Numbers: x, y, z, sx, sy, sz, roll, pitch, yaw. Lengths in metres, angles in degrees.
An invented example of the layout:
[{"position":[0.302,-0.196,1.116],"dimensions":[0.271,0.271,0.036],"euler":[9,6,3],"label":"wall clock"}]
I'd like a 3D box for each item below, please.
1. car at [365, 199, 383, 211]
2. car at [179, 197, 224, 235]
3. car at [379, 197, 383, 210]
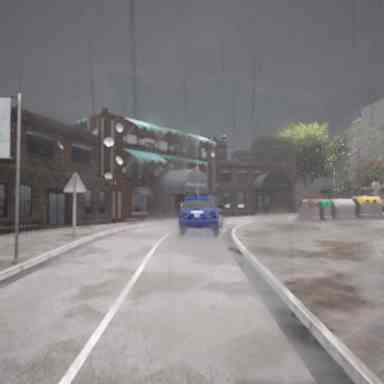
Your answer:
[{"position":[26.321,1.718,45.310],"dimensions":[2.231,1.521,4.892],"euler":[-3,-2,-12],"label":"car"},{"position":[0.646,1.320,19.698],"dimensions":[2.150,2.045,5.566],"euler":[-1,-1,8],"label":"car"},{"position":[20.938,1.326,31.578],"dimensions":[2.435,2.045,5.566],"euler":[-2,-2,-12],"label":"car"}]
